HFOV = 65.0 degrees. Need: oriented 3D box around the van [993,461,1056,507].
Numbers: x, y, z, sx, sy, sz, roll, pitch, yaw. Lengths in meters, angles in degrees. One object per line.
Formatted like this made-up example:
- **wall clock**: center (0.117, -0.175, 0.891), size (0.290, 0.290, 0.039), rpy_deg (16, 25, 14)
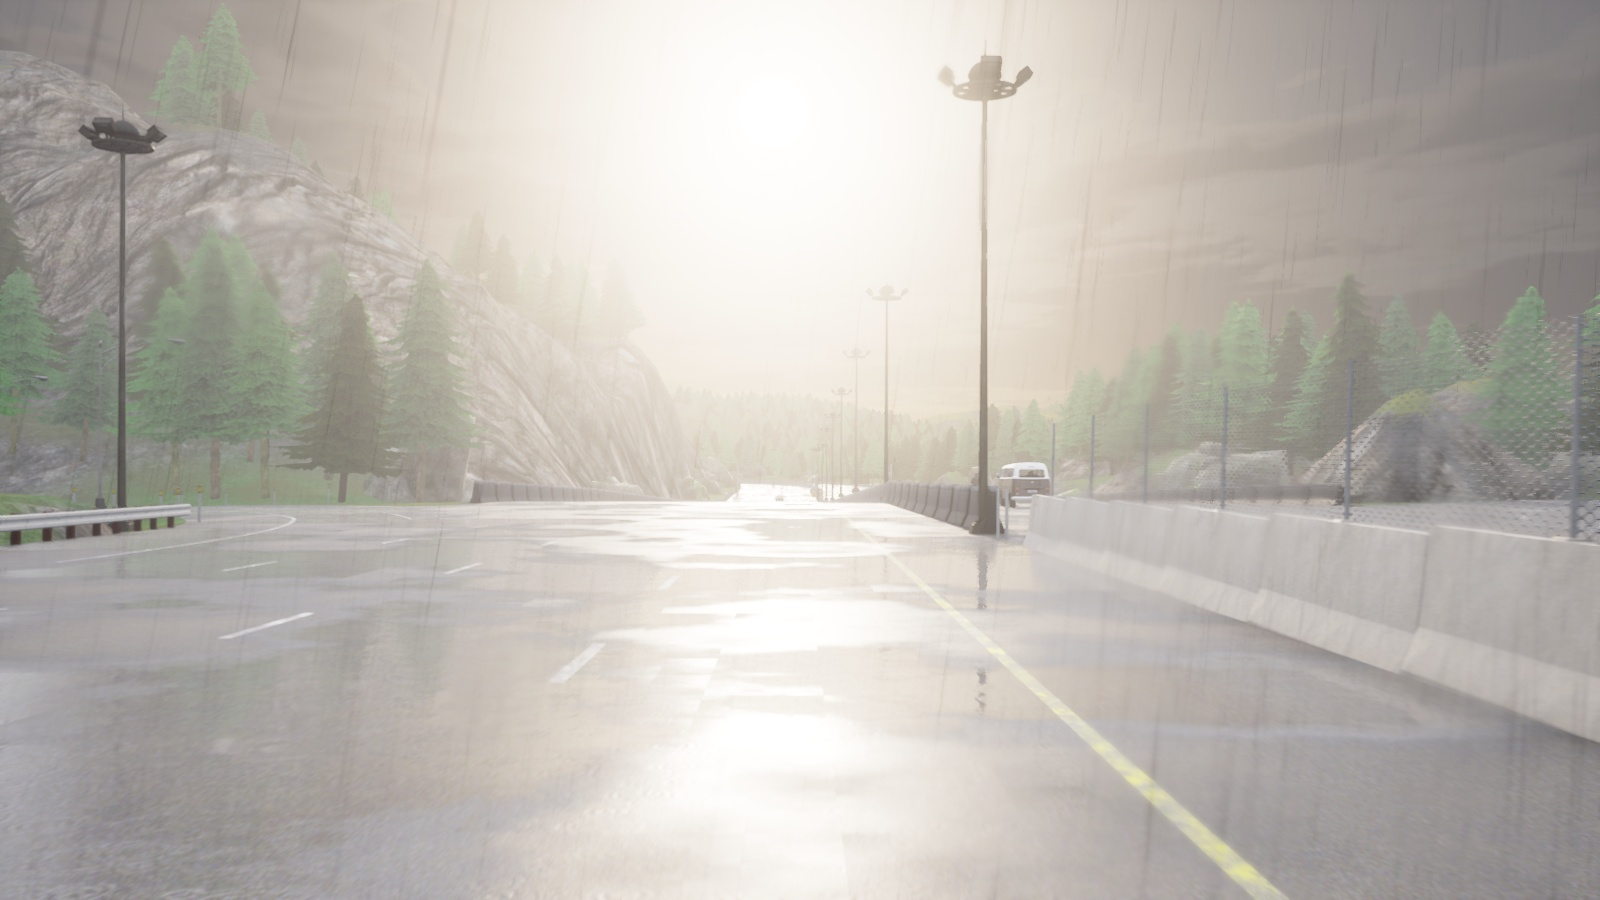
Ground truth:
- **van**: center (10.304, 1.529, 58.003), size (2.069, 2.038, 4.480), rpy_deg (0, -1, 0)
